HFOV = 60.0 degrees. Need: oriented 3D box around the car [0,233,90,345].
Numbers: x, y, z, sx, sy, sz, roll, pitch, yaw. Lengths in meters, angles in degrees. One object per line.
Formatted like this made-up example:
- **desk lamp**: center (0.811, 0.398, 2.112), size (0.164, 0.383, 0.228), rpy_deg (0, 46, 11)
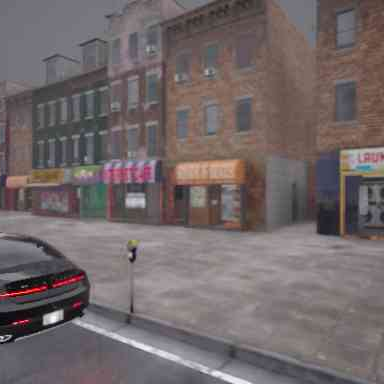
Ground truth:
- **car**: center (-3.909, 1.512, 6.069), size (4.892, 1.490, 1.837), rpy_deg (0, 0, 36)
